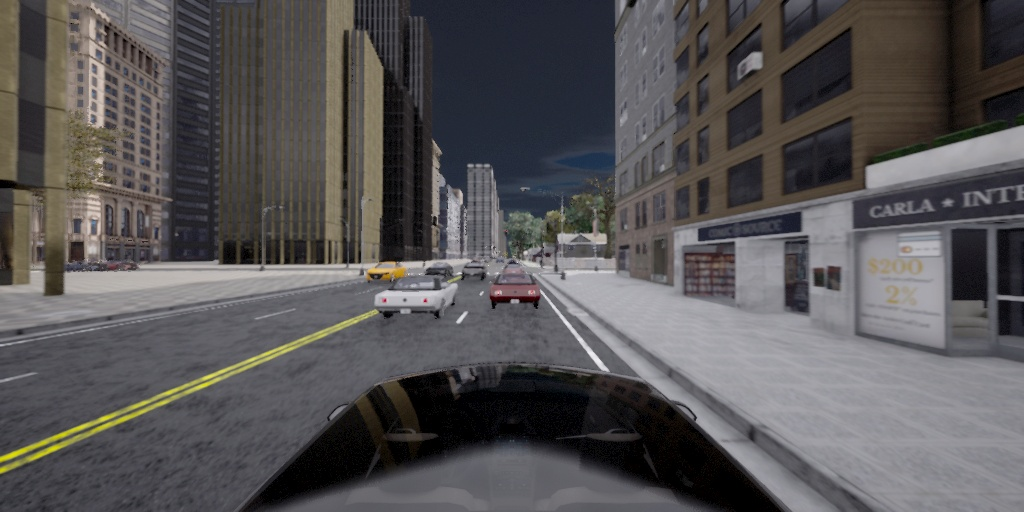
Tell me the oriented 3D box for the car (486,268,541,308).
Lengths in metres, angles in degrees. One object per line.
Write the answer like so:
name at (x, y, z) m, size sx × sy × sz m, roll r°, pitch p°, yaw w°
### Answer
car at (0.109, 1.347, 15.112) m, size 1.895 × 1.301 × 4.718 m, roll 0°, pitch 0°, yaw 0°

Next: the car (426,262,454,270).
car at (-6.511, 1.279, 32.548) m, size 2.033 × 1.411 × 5.357 m, roll 0°, pitch 0°, yaw 1°

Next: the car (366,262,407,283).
car at (-9.795, 1.211, 28.354) m, size 1.882 × 1.535 × 5.008 m, roll 0°, pitch 0°, yaw 0°

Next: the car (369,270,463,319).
car at (-3.142, 1.347, 12.826) m, size 1.895 × 1.301 × 4.718 m, roll 0°, pitch 0°, yaw 0°

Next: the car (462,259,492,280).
car at (-3.127, 1.225, 30.474) m, size 2.128 × 1.511 × 4.902 m, roll 0°, pitch 0°, yaw 0°

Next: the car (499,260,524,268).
car at (0.121, 1.298, 31.462) m, size 1.994 × 1.385 × 4.181 m, roll 0°, pitch 0°, yaw 0°
